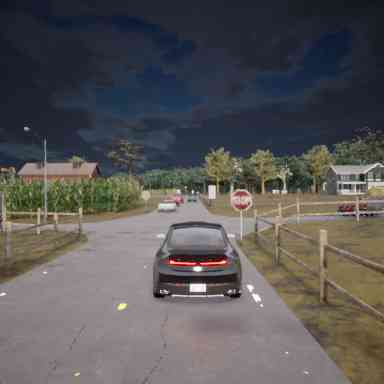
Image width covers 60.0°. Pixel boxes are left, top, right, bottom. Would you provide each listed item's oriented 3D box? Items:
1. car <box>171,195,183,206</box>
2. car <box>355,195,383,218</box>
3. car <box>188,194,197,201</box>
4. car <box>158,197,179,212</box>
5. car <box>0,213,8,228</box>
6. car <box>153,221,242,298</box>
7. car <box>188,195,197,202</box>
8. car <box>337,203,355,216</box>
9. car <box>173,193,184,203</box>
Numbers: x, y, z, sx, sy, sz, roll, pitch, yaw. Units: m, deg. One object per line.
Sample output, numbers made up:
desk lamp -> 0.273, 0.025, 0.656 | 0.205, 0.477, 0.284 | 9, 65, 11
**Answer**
car -> -2.796, 1.568, 50.187 | 1.895, 1.301, 4.718 | 0, 0, 0
car -> 13.862, 1.001, 22.613 | 4.181, 1.385, 1.994 | -2, -2, 0
car -> 0.072, 1.311, 80.362 | 2.033, 1.411, 5.357 | 0, 0, 0
car -> -2.823, 1.582, 38.023 | 1.895, 1.301, 4.718 | 0, 0, 0
car -> -15.113, 1.663, 22.666 | 4.553, 1.767, 2.097 | -1, -2, -2
car -> 0.106, 1.509, 8.522 | 1.837, 1.490, 4.892 | 0, 0, 0
car -> 0.061, 1.493, 70.349 | 1.994, 1.385, 4.181 | 0, 0, 0
car -> 13.785, 1.027, 25.537 | 5.008, 1.535, 1.882 | -2, -2, 0
car -> -2.739, 1.176, 64.660 | 2.150, 2.045, 5.566 | 0, 0, 1
